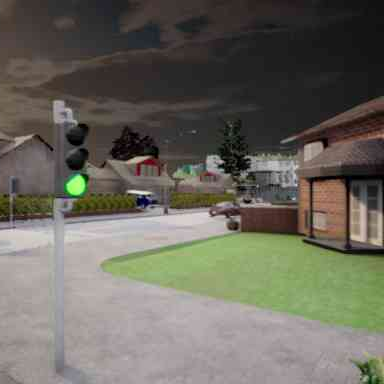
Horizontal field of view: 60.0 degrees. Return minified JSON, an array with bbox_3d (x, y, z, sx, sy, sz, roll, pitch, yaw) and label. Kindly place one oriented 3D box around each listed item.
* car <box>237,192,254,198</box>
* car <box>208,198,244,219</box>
[{"bbox_3d":[12.371,0.958,76.331,3.866,1.878,1.905,0,0,-19],"label":"car"},{"bbox_3d":[3.176,1.514,29.281,1.812,1.442,4.674,0,0,36],"label":"car"}]
